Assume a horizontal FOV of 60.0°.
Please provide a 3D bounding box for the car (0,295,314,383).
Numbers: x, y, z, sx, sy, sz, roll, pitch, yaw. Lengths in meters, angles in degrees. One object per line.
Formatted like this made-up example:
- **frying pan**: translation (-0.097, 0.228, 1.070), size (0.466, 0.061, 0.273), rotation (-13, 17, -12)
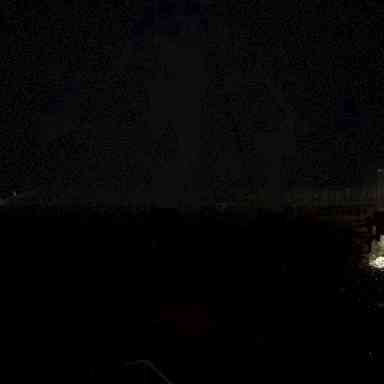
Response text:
- **car**: translation (-1.297, 1.621, 2.274), size (4.718, 1.301, 1.895), rotation (1, -1, -37)
